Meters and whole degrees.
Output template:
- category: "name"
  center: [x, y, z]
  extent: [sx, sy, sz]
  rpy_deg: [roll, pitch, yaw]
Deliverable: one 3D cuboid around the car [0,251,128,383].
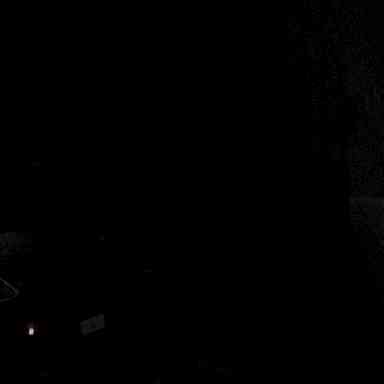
- category: "car"
  center: [-2.852, 1.602, 5.117]
  extent: [4.313, 1.339, 1.947]
  rpy_deg: [0, 0, 36]
